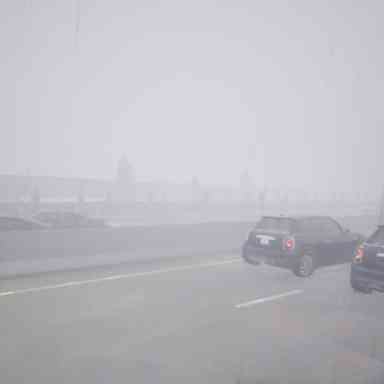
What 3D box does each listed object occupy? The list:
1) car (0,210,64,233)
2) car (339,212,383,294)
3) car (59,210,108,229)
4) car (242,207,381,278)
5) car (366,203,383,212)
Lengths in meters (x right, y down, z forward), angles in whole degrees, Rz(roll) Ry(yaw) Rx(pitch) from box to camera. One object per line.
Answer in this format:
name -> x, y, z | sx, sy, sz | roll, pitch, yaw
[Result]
car -> -7.266, 1.530, 11.707 | 4.674, 1.442, 1.812 | 0, 0, -35
car -> 5.796, 1.476, 7.875 | 4.553, 1.767, 2.097 | 1, -1, -35
car -> -6.893, 1.584, 16.271 | 5.357, 1.411, 2.033 | 1, -1, -35
car -> 3.815, 1.477, 10.761 | 4.553, 1.767, 2.097 | 1, -1, -35
car -> 23.301, 2.164, 41.934 | 5.008, 1.535, 1.882 | 1, -1, -34
